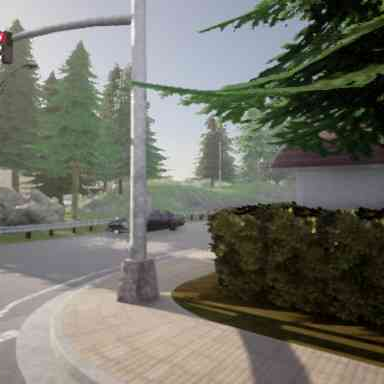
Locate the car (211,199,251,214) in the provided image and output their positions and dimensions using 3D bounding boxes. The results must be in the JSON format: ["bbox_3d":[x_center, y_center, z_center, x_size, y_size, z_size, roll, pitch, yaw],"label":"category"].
[{"bbox_3d":[3.493,1.502,27.907,2.097,1.767,4.553,0,0,36],"label":"car"}]

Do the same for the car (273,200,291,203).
[{"bbox_3d":[9.691,1.652,36.240,1.837,1.490,4.892,0,0,39],"label":"car"}]

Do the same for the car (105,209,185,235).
[{"bbox_3d":[-2.545,1.700,19.659,2.033,1.411,5.357,0,0,33],"label":"car"}]
